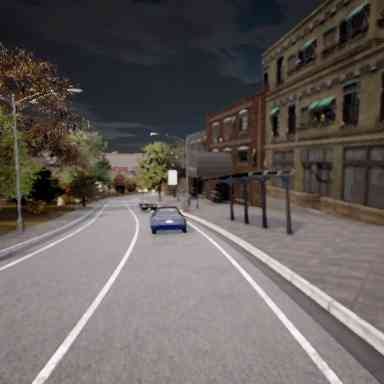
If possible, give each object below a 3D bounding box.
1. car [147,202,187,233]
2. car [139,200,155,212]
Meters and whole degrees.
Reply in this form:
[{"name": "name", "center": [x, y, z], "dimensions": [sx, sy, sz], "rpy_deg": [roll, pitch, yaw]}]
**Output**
[{"name": "car", "center": [-1.469, 1.533, 19.556], "dimensions": [1.994, 1.385, 4.181], "rpy_deg": [-1, 0, -8]}, {"name": "car", "center": [-5.165, 1.580, 38.746], "dimensions": [1.895, 1.301, 4.718], "rpy_deg": [-1, 0, -12]}]
